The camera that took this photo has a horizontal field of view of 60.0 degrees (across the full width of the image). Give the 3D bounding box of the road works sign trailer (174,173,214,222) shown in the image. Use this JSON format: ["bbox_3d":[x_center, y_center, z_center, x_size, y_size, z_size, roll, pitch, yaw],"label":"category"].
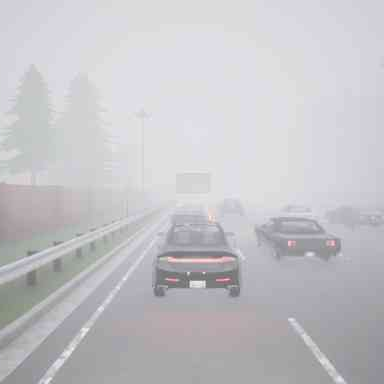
[{"bbox_3d":[0.078,0.464,22.940,2.380,3.560,2.880,0,0,0],"label":"road works sign trailer"}]

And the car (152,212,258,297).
[{"bbox_3d":[0.106,1.492,8.572,2.128,1.511,4.902,0,0,0],"label":"car"}]

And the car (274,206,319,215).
[{"bbox_3d":[7.115,1.600,23.225,1.895,1.301,4.718,0,0,0],"label":"car"}]

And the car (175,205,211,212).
[{"bbox_3d":[-0.002,1.474,19.022,1.882,1.535,5.008,0,0,6],"label":"car"}]

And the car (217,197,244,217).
[{"bbox_3d":[3.620,1.351,31.881,2.097,1.767,4.553,0,0,0],"label":"car"}]

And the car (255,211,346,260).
[{"bbox_3d":[3.608,1.601,12.361,1.895,1.301,4.718,0,0,0],"label":"car"}]

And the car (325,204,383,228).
[{"bbox_3d":[10.615,1.548,21.988,2.033,1.411,5.357,0,0,0],"label":"car"}]
